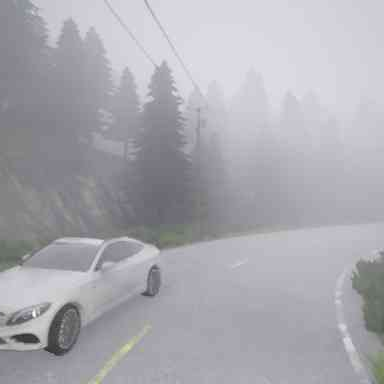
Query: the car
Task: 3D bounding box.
[{"bbox_3d":[-2.101,1.588,6.490,1.812,1.442,4.674,0,-1,19],"label":"car"}]
